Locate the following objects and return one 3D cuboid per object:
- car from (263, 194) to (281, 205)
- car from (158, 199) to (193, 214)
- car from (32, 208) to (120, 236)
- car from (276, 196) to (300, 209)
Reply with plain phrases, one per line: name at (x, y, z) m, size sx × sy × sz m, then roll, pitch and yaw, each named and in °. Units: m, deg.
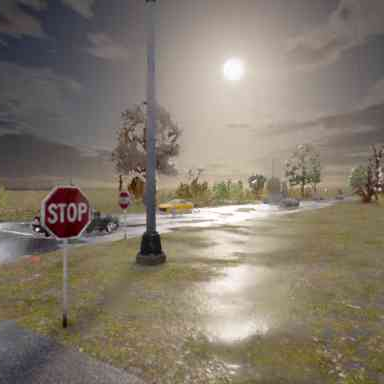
car at (15.369, 1.422, 62.905) m, size 2.150 × 2.045 × 5.566 m, roll 0°, pitch 0°, yaw 34°
car at (-1.772, 1.599, 37.183) m, size 1.882 × 1.535 × 5.008 m, roll 0°, pitch 0°, yaw 34°
car at (-6.089, 1.564, 18.065) m, size 1.837 × 1.490 × 4.892 m, roll 0°, pitch 0°, yaw 34°
car at (14.338, 1.675, 48.716) m, size 1.837 × 1.490 × 4.892 m, roll 0°, pitch 0°, yaw 34°
